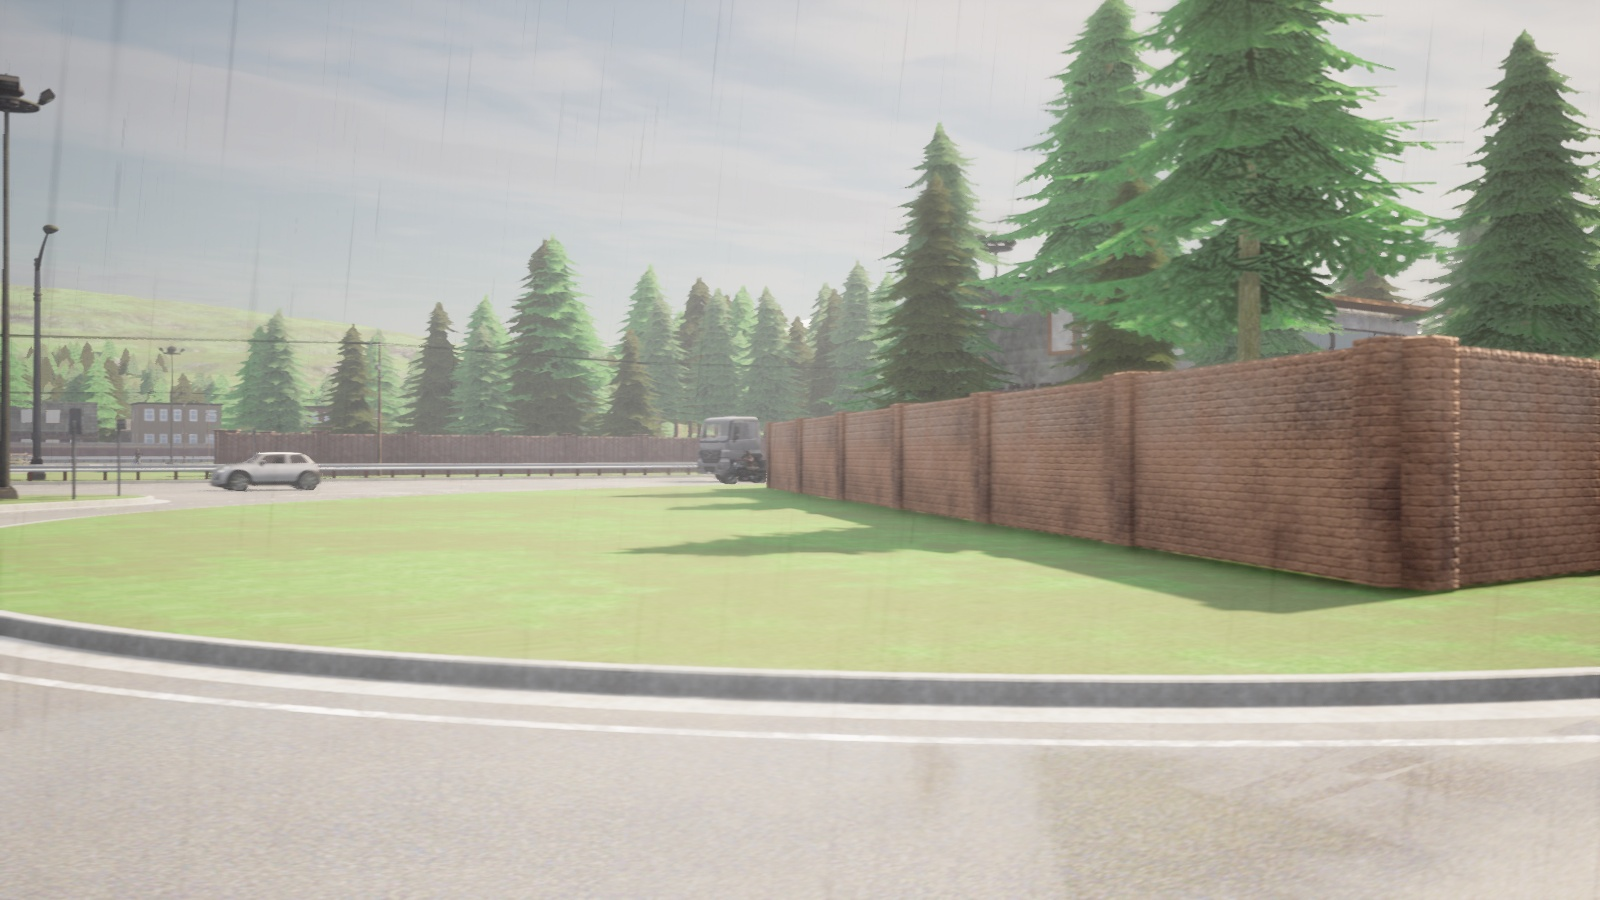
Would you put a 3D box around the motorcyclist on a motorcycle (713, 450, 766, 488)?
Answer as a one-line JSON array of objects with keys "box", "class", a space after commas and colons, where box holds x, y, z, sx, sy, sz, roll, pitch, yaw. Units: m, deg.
[{"box": [-2.716, 0.840, 56.645, 2.350, 1.649, 0.766, 0, 1, -39], "class": "motorcyclist on a motorcycle"}]

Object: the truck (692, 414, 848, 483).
[{"box": [-1.503, -0.071, 66.255, 7.936, 3.462, 2.891, 0, 0, -35], "class": "truck"}]

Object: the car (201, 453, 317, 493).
[{"box": [-20.854, 0.873, 48.434, 3.806, 1.475, 1.970, 0, 0, -35], "class": "car"}]
